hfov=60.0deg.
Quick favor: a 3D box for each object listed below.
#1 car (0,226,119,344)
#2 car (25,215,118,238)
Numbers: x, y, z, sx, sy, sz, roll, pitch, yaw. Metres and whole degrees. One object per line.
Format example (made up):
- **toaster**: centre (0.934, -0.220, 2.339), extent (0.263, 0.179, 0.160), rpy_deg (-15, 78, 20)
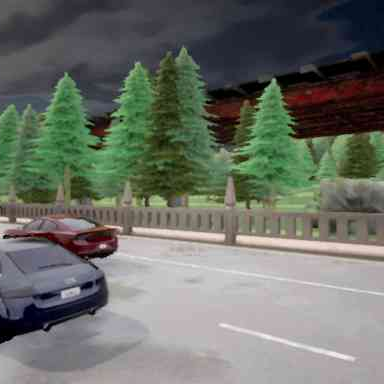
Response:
- **car**: centre (-3.568, 1.607, 6.549), extent (4.181, 1.385, 1.994), rpy_deg (-1, 0, 36)
- **car**: centre (-4.756, 1.546, 11.726), extent (5.008, 1.535, 1.882), rpy_deg (-1, 0, 36)
